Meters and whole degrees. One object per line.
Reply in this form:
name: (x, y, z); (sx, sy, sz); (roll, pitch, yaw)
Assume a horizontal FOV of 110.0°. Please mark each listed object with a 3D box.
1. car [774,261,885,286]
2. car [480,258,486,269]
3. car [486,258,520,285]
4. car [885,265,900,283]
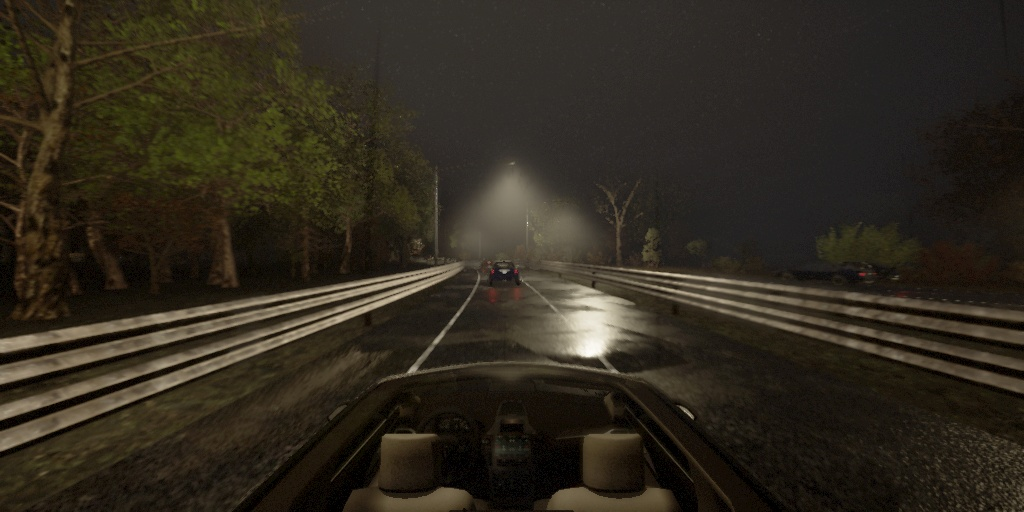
car: (21.176, 1.145, 24.499); (2.033, 1.411, 5.357); (0, 0, -23)
car: (-3.863, 1.079, 56.242); (2.097, 1.767, 4.553); (0, 0, -9)
car: (-0.648, 1.099, 26.050); (2.097, 1.767, 4.553); (0, 0, -4)
car: (24.406, 1.093, 25.844); (1.837, 1.490, 4.892); (0, 0, -23)
